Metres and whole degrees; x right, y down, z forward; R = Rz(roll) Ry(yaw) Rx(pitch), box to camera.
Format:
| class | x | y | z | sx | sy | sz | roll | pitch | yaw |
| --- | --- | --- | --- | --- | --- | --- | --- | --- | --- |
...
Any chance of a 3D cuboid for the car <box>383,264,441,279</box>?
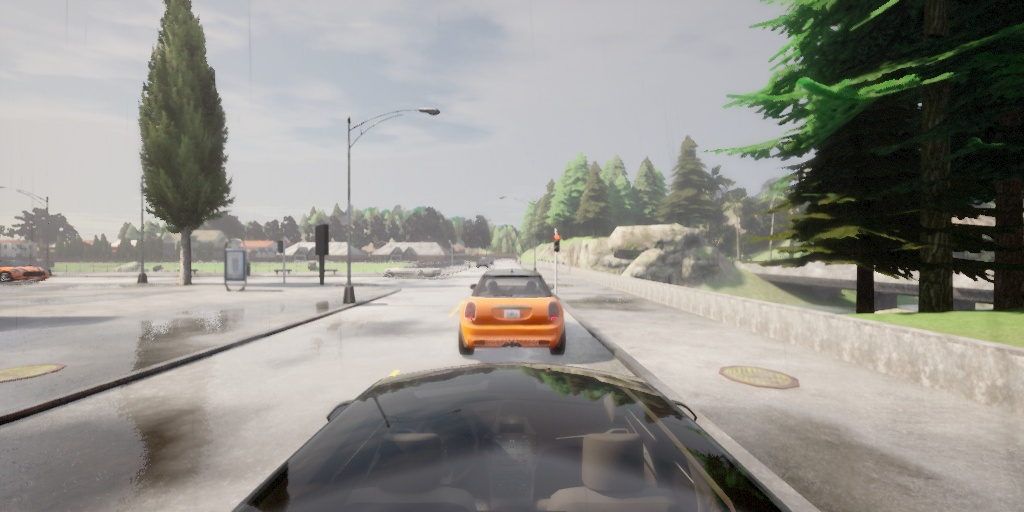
| class | x | y | z | sx | sy | sz | roll | pitch | yaw |
| --- | --- | --- | --- | --- | --- | --- | --- | --- | --- |
| car | -8.719 | 1.328 | 31.205 | 4.718 | 1.301 | 1.895 | 0 | 0 | 10 |

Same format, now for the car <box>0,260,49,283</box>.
| class | x | y | z | sx | sy | sz | roll | pitch | yaw |
| --- | --- | --- | --- | --- | --- | --- | --- | --- | --- |
| car | -37.965 | 1.083 | 26.883 | 4.553 | 1.767 | 2.097 | 0 | 0 | 0 |

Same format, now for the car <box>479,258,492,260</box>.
| class | x | y | z | sx | sy | sz | roll | pitch | yaw |
| --- | --- | --- | --- | --- | --- | --- | --- | --- | --- |
| car | -4.566 | 1.213 | 56.813 | 1.837 | 1.490 | 4.892 | 0 | 0 | 0 |

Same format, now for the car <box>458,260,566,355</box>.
| class | x | y | z | sx | sy | sz | roll | pitch | yaw |
| --- | --- | --- | --- | --- | --- | --- | --- | --- | --- |
| car | -0.001 | 1.097 | 8.818 | 2.097 | 1.767 | 4.553 | 0 | 0 | 0 |
